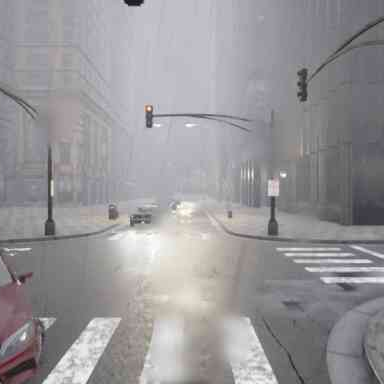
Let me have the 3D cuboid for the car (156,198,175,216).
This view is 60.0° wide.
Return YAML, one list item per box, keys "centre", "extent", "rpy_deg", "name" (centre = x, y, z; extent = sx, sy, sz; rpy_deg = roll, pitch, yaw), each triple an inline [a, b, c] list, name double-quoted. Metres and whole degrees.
- centre: [-3.104, 1.600, 33.260]
  extent: [1.994, 1.385, 4.181]
  rpy_deg: [0, 0, 0]
  name: "car"

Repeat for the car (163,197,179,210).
- centre: [-3.110, 1.401, 43.262]
  extent: [2.097, 1.767, 4.553]
  rpy_deg: [0, 0, 0]
  name: "car"

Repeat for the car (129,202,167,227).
- centre: [-3.107, 1.626, 23.317]
  extent: [1.895, 1.301, 4.718]
  rpy_deg: [0, 0, 0]
  name: "car"

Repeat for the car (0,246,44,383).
- centre: [-3.507, 1.529, 4.948]
  extent: [1.812, 1.442, 4.674]
  rpy_deg: [1, -1, -32]
  name: "car"
